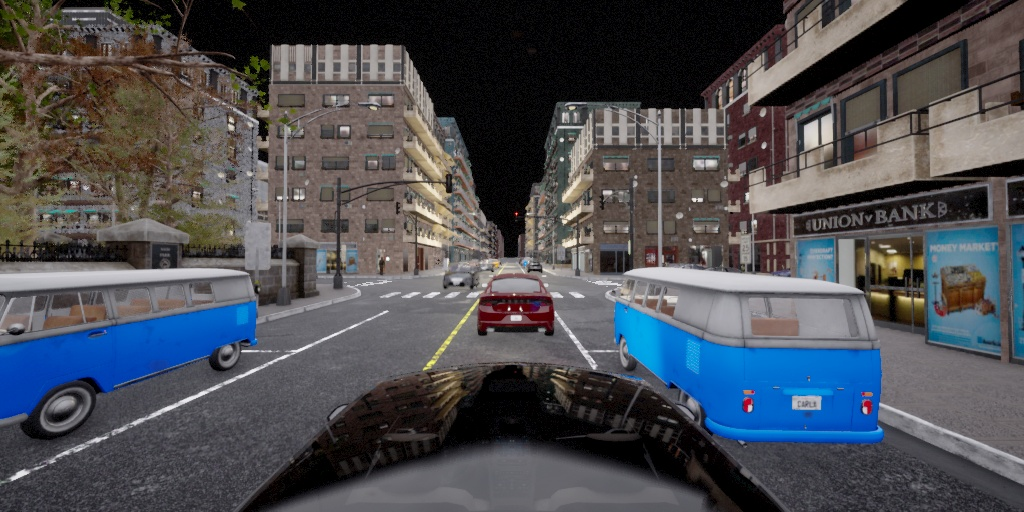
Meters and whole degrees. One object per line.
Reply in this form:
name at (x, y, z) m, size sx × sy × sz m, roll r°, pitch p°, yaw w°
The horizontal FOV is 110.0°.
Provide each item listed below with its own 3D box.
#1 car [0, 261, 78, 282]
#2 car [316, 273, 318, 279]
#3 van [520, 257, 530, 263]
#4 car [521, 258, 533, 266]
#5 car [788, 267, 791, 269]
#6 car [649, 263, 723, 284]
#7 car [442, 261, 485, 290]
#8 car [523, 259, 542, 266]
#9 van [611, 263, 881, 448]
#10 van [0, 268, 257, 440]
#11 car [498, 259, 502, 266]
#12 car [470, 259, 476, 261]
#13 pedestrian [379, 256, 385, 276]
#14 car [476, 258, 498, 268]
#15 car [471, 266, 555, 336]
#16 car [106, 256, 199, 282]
car at (-35.362, 1.093, 26.015) m, size 5.357 × 1.411 × 2.033 m, roll 0°, pitch -1°, yaw 1°
car at (-16.608, 1.139, 25.787) m, size 4.902 × 1.511 × 2.128 m, roll 0°, pitch -1°, yaw 1°
van at (2.683, 1.112, 59.968) m, size 1.690 × 1.789 × 3.998 m, roll 0°, pitch 0°, yaw 0°
car at (2.684, 1.317, 48.684) m, size 2.007 × 1.370 × 4.403 m, roll 0°, pitch 0°, yaw 0°
car at (23.119, 1.451, 28.527) m, size 4.674 × 1.442 × 1.812 m, roll 0°, pitch -1°, yaw 1°
car at (13.792, 1.364, 28.638) m, size 4.902 × 1.511 × 2.128 m, roll 0°, pitch -1°, yaw 1°
car at (-3.102, 1.248, 22.516) m, size 2.128 × 1.511 × 4.902 m, roll 0°, pitch 0°, yaw 0°
car at (2.685, 1.330, 43.041) m, size 1.948 × 1.339 × 4.313 m, roll 0°, pitch 0°, yaw 0°
van at (2.658, 1.092, 5.094) m, size 1.690 × 1.789 × 3.998 m, roll 0°, pitch 0°, yaw 0°
van at (-5.657, 1.092, 5.095) m, size 1.690 × 1.789 × 3.998 m, roll 0°, pitch 0°, yaw 0°
car at (-3.093, 1.248, 58.610) m, size 1.882 × 1.535 × 5.008 m, roll 0°, pitch 0°, yaw 0°
car at (-5.695, 1.290, 42.870) m, size 1.751 × 1.417 × 4.829 m, roll 0°, pitch 0°, yaw 0°
pedestrian at (-12.544, 0.968, 34.481) m, size 0.375 × 1.860 × 0.375 m, roll 0°, pitch -1°, yaw 1°
car at (-3.107, 1.256, 43.197) m, size 2.128 × 1.511 × 4.902 m, roll 0°, pitch 0°, yaw 0°
car at (0.096, 1.230, 10.456) m, size 1.882 × 1.535 × 5.008 m, roll 0°, pitch 0°, yaw 0°
car at (-25.835, 0.949, 25.898) m, size 4.553 × 1.767 × 2.097 m, roll 0°, pitch -1°, yaw 1°
